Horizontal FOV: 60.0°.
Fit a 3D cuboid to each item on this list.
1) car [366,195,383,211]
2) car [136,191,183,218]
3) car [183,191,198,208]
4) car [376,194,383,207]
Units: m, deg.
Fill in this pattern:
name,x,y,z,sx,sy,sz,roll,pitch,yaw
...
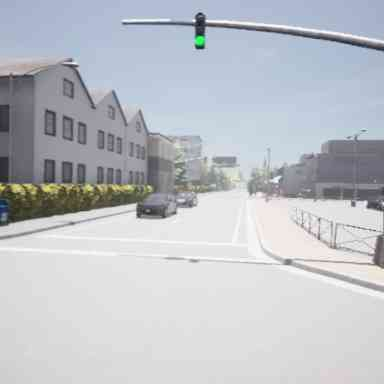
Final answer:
name,x,y,z,sx,sy,sz,roll,pitch,yaw
car,18.754,1.104,32.701,2.007,1.523,4.514,2,1,9
car,-2.216,0.813,22.220,1.882,1.535,5.008,2,1,9
car,-0.581,0.661,32.222,2.128,1.511,4.902,2,1,9
car,23.484,1.019,39.083,1.970,1.475,3.806,2,1,9
